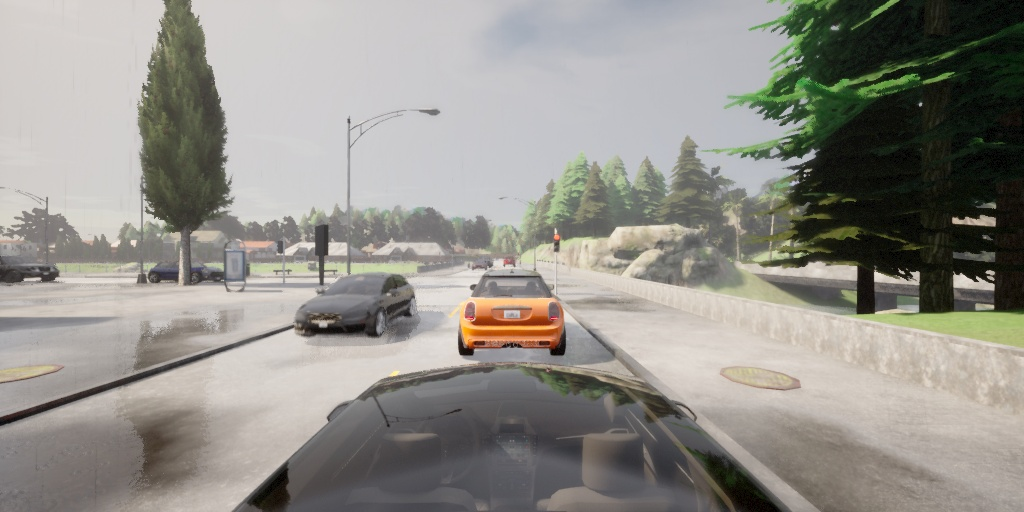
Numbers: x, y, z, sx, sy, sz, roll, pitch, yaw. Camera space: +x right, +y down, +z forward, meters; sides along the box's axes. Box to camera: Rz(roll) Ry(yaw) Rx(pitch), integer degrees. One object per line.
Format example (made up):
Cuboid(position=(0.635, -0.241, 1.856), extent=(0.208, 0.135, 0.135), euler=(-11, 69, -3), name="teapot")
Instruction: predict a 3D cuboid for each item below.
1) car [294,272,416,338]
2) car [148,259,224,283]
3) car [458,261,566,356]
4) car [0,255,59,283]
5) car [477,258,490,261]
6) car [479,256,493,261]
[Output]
Cuboid(position=(-4.132, 1.255, 10.276), extent=(1.837, 1.490, 4.892), euler=(0, 0, 0), name="car")
Cuboid(position=(-24.336, 1.102, 26.971), extent=(4.553, 1.767, 2.097), euler=(0, 0, -1), name="car")
Cuboid(position=(-0.003, 1.102, 8.792), extent=(2.097, 1.767, 4.553), euler=(0, 0, 0), name="car")
Cuboid(position=(-37.684, 0.973, 26.845), extent=(5.566, 2.045, 2.150), euler=(0, 0, -1), name="car")
Cuboid(position=(-4.549, 1.314, 51.197), extent=(1.994, 1.385, 4.181), euler=(0, 0, 0), name="car")
Cuboid(position=(-4.622, 0.971, 60.793), extent=(2.150, 2.045, 5.566), euler=(0, 0, 0), name="car")
